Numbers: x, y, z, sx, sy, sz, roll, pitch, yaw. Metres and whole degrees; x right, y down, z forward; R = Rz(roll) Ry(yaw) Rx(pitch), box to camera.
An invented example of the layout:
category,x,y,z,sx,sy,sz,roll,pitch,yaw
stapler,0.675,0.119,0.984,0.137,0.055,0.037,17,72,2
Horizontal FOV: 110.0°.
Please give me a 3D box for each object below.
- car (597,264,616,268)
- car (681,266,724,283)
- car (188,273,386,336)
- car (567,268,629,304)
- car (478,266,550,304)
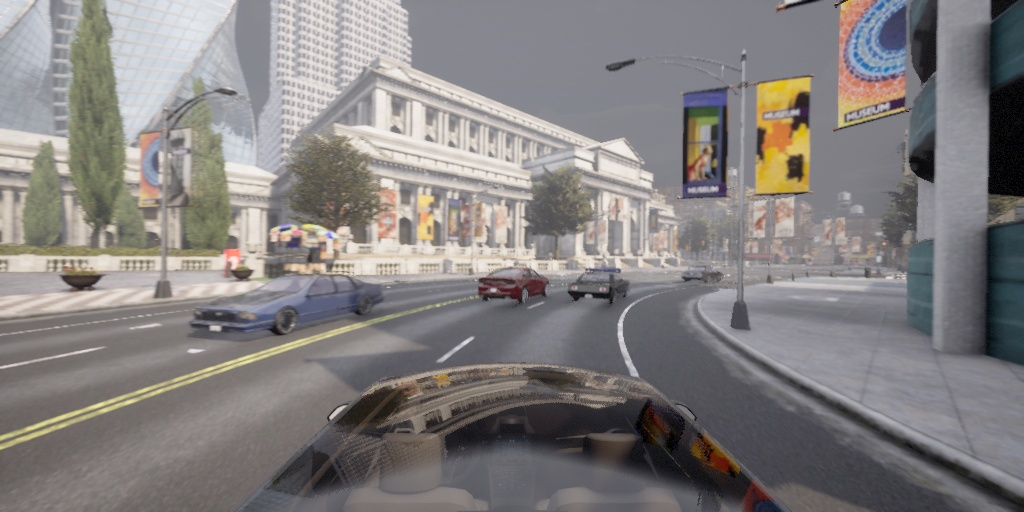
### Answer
category,x,y,z,sx,sy,sz,roll,pitch,yaw
car,9.945,1.547,39.202,4.718,1.301,1.895,1,0,-43
car,16.341,1.538,30.680,5.357,1.411,2.033,1,0,-43
car,-5.878,1.206,10.441,2.033,1.411,5.357,1,0,14
car,4.247,1.411,16.966,1.895,1.301,4.718,1,0,28
car,0.268,1.228,16.573,1.882,1.535,5.008,1,0,24
